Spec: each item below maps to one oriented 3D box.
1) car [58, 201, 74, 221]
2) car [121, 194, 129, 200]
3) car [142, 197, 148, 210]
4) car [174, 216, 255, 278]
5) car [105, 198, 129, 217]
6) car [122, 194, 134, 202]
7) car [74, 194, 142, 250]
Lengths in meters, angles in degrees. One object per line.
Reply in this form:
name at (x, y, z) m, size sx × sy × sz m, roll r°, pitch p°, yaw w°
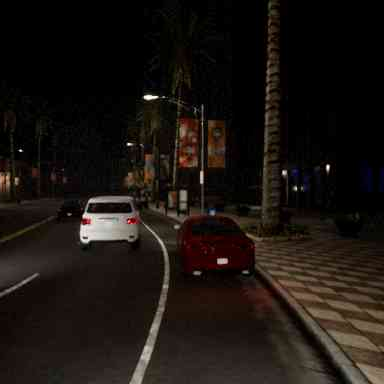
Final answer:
car at (-9.547, 1.465, 26.649) m, size 1.812 × 1.442 × 4.674 m, roll 0°, pitch 0°, yaw -14°
car at (-18.549, 1.343, 91.832) m, size 2.161 × 1.482 × 4.786 m, roll 0°, pitch 0°, yaw -14°
car at (-6.608, 1.408, 41.935) m, size 2.231 × 1.521 × 4.892 m, roll 0°, pitch 0°, yaw -14°
car at (0.505, 1.464, 10.222) m, size 1.882 × 1.535 × 5.008 m, roll 0°, pitch 0°, yaw -5°
car at (-7.274, 1.430, 32.113) m, size 2.128 × 1.511 × 4.902 m, roll 0°, pitch 0°, yaw -14°
car at (-13.612, 1.225, 70.463) m, size 2.185 × 1.767 × 4.553 m, roll 0°, pitch 0°, yaw -14°
car at (-3.368, 1.196, 14.372) m, size 2.150 × 2.045 × 5.566 m, roll 0°, pitch 0°, yaw -9°
